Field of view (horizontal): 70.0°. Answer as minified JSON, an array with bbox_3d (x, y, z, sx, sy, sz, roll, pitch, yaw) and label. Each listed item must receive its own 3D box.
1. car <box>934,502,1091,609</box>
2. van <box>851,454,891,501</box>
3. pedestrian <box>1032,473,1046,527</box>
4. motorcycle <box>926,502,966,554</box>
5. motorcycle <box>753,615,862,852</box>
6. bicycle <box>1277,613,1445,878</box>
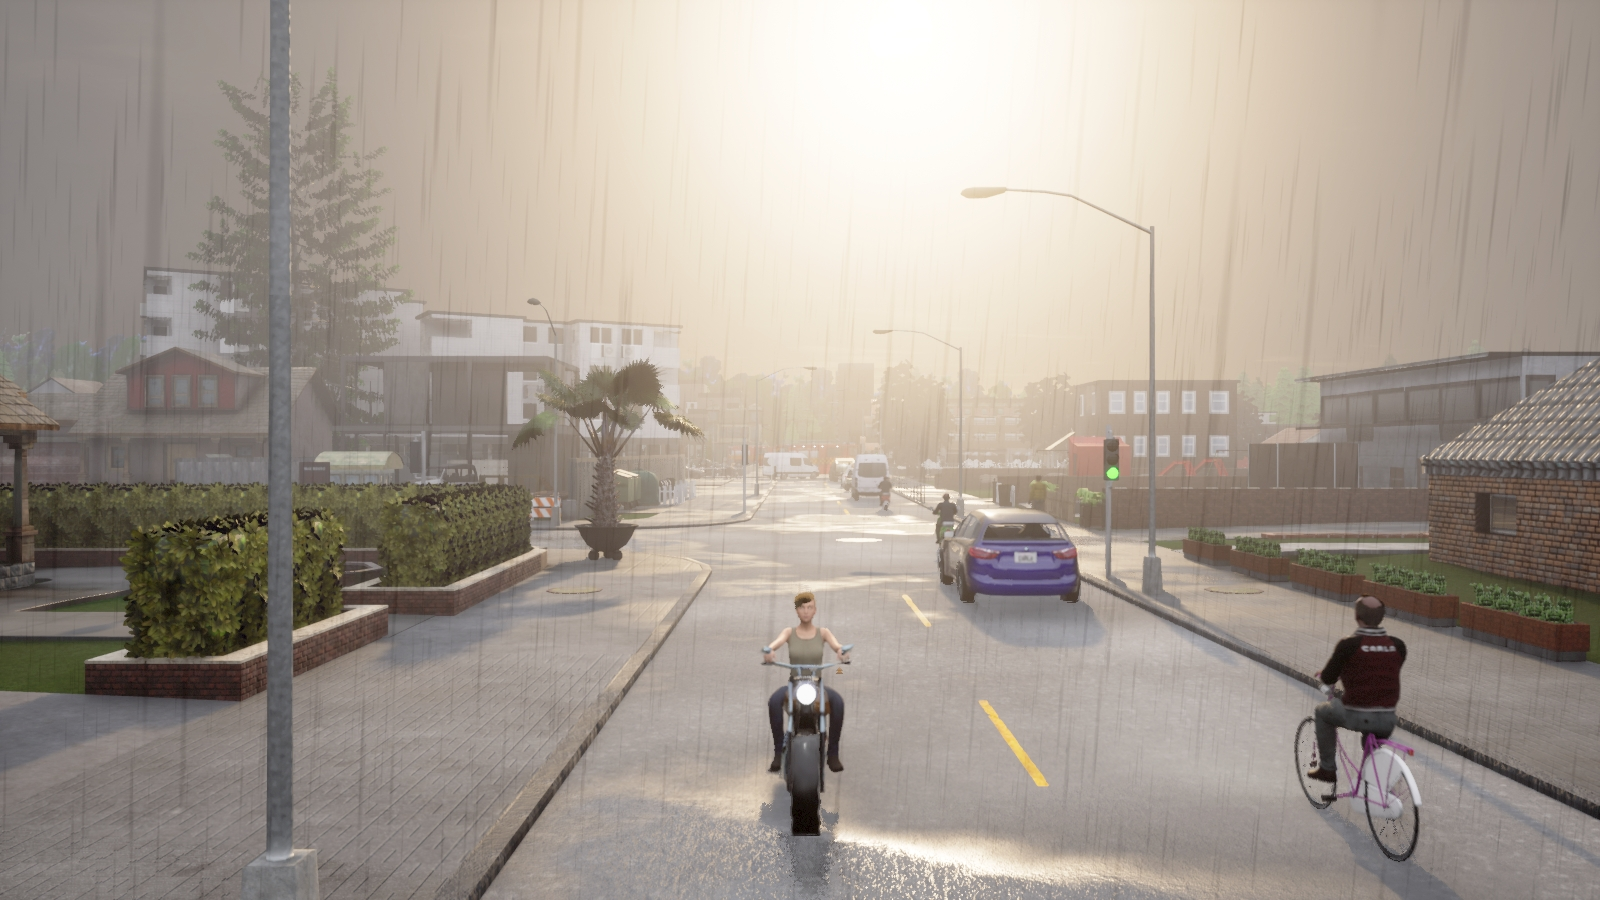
[{"bbox_3d":[4.028,1.968,22.506,2.242,1.667,4.611,0,0,0],"label":"car"},{"bbox_3d":[4.012,1.534,65.639,1.988,2.561,5.915,0,0,1],"label":"van"},{"bbox_3d":[8.331,1.744,39.844,0.375,1.860,0.375,0,0,-1],"label":"pedestrian"},{"bbox_3d":[4.026,2.142,31.612,0.856,1.316,1.805,0,0,0],"label":"motorcycle"},{"bbox_3d":[0.057,2.155,9.173,0.764,1.307,2.356,0,0,0],"label":"motorcycle"},{"bbox_3d":[4.046,2.060,8.382,0.329,1.471,1.835,0,0,0],"label":"bicycle"}]
